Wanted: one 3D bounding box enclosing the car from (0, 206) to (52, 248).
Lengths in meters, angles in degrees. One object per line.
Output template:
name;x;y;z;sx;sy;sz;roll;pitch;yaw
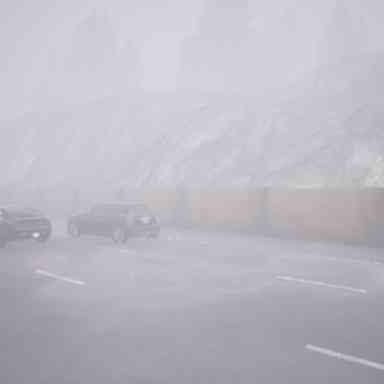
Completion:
car;-7.821;1.332;13.909;4.892;1.490;1.837;1;0;36

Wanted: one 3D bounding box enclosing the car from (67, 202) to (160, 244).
car;-3.682;1.219;15.246;4.553;1.767;2.097;1;0;36
